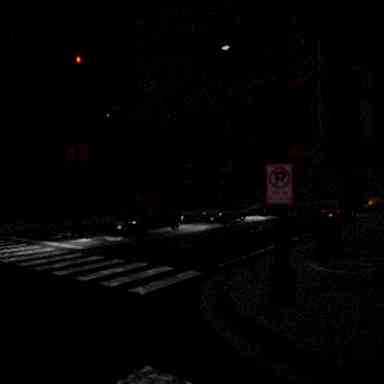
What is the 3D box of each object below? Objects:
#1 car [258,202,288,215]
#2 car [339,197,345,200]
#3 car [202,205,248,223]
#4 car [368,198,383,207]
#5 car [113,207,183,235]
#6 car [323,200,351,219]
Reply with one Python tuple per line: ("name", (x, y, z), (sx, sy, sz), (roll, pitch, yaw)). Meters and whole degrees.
("car", (8.838, 1.688, 36.091), (2.128, 1.511, 4.902), (-1, 0, 35))
("car", (23.835, 1.576, 51.420), (2.097, 1.767, 4.553), (-1, -1, 35))
("car", (2.827, 1.775, 27.587), (1.895, 1.301, 4.718), (-1, 0, 36))
("car", (31.047, 1.698, 56.019), (1.882, 1.535, 5.008), (-1, -1, 35))
("car", (-2.519, 1.648, 19.972), (2.128, 1.511, 4.902), (-1, 0, 35))
("car", (13.441, 1.736, 31.009), (1.895, 1.301, 4.718), (-1, 0, 35))
